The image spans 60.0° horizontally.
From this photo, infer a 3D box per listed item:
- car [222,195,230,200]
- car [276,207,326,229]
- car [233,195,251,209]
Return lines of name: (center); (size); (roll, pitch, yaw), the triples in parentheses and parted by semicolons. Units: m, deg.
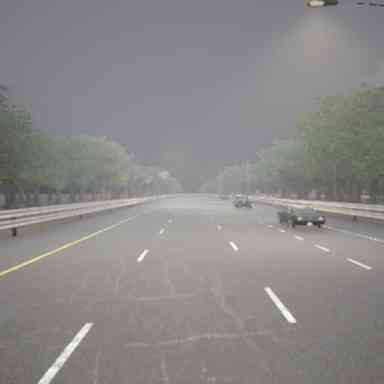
car: (9.577, 1.595, 92.994); (1.837, 1.490, 4.892); (0, 0, 15)
car: (7.009, 1.626, 21.987); (1.895, 1.301, 4.718); (0, 0, 0)
car: (7.022, 1.402, 47.159); (2.097, 1.767, 4.553); (0, 0, 0)
